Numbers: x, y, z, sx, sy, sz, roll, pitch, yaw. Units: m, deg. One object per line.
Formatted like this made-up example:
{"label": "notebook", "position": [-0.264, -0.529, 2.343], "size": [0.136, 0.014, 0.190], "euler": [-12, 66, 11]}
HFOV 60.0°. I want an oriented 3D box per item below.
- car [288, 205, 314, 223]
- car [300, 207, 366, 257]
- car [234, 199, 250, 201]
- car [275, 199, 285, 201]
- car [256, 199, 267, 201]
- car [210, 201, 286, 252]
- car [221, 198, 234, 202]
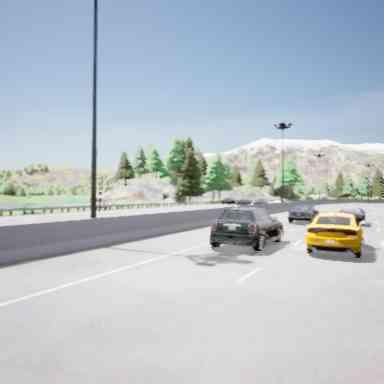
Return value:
{"label": "car", "position": [9.202, 1.783, 27.215], "size": [2.033, 1.411, 5.357], "euler": [0, 0, 28]}
{"label": "car", "position": [6.043, 1.609, 13.830], "size": [1.882, 1.535, 5.008], "euler": [0, 0, 29]}
{"label": "car", "position": [10.593, 2.026, 67.026], "size": [1.994, 1.385, 4.181], "euler": [0, 0, 28]}
{"label": "car", "position": [16.775, 2.035, 63.758], "size": [1.812, 1.442, 4.674], "euler": [0, 0, 29]}
{"label": "car", "position": [13.684, 2.014, 65.395], "size": [1.812, 1.442, 4.674], "euler": [0, 0, 28]}
{"label": "car", "position": [2.567, 1.455, 14.763], "size": [2.097, 1.767, 4.553], "euler": [0, 0, 28]}
{"label": "car", "position": [7.497, 1.926, 68.644], "size": [1.882, 1.535, 5.008], "euler": [0, 0, 28]}
